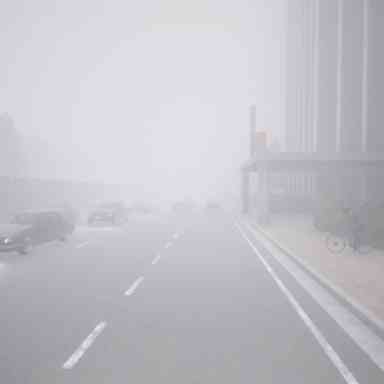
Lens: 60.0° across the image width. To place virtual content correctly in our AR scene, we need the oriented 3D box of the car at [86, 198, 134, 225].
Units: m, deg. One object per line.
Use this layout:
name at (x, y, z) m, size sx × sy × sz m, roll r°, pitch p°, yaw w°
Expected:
car at (-5.751, 1.373, 23.196) m, size 1.837 × 1.490 × 4.892 m, roll 1°, pitch 0°, yaw 4°

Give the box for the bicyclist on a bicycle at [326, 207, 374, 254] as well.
bicyclist on a bicycle at (5.538, 1.354, 11.657) m, size 1.656 × 1.620 × 0.582 m, roll 1°, pitch 0°, yaw 4°

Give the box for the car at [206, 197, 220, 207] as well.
car at (3.085, 1.499, 49.665) m, size 1.994 × 1.385 × 4.181 m, roll 1°, pitch 0°, yaw 4°

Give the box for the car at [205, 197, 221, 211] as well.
car at (2.496, 1.548, 40.060) m, size 1.895 × 1.301 × 4.718 m, roll 1°, pitch 0°, yaw 4°

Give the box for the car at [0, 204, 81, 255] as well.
car at (-6.381, 1.428, 13.095) m, size 2.033 × 1.411 × 5.357 m, roll 1°, pitch 0°, yaw 4°

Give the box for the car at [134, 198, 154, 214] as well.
car at (-5.089, 1.380, 33.452) m, size 1.812 × 1.442 × 4.674 m, roll 1°, pitch 0°, yaw 4°

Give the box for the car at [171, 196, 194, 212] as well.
car at (-1.178, 1.426, 37.993) m, size 1.812 × 1.442 × 4.674 m, roll 1°, pitch 0°, yaw 4°

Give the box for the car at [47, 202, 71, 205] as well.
car at (-9.270, 1.383, 22.750) m, size 1.994 × 1.385 × 4.181 m, roll 1°, pitch 0°, yaw 5°

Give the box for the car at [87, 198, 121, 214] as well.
car at (-8.628, 1.331, 33.004) m, size 1.812 × 1.442 × 4.674 m, roll 1°, pitch 0°, yaw 3°
